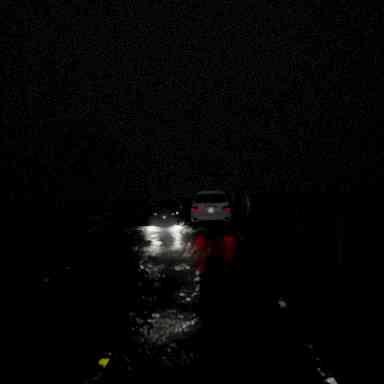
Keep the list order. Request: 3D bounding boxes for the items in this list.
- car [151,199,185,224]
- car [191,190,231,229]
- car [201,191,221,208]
[{"bbox_3d":[-1.554,1.240,22.501,1.837,1.490,4.892,-2,1,3],"label":"car"},{"bbox_3d":[1.117,0.926,19.609,2.150,2.045,5.566,-2,1,3],"label":"car"},{"bbox_3d":[2.127,0.783,37.912,2.097,1.767,4.553,-2,1,3],"label":"car"}]
